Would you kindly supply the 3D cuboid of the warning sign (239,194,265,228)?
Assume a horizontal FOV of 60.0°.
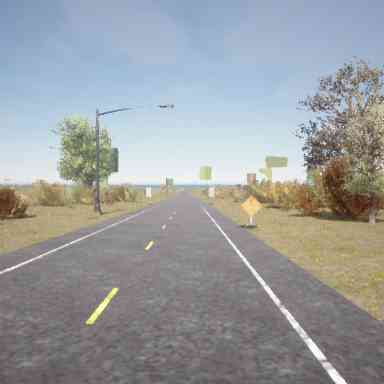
[{"bbox_3d":[3.529,1.106,19.774,1.300,1.860,1.060,1,1,0],"label":"warning sign"}]
